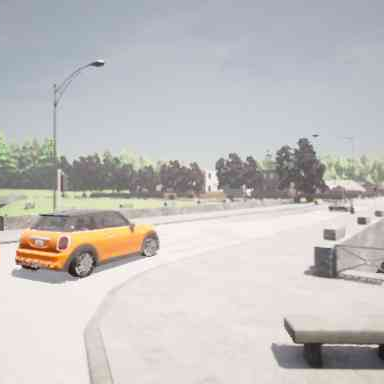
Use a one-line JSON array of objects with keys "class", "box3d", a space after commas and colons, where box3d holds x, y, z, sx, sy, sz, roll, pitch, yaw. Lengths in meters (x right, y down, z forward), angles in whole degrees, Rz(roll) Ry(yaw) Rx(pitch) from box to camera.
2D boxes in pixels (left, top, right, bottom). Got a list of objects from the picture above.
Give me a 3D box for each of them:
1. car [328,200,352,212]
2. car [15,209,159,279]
[{"class": "car", "box3d": [17.027, 1.513, 38.018, 1.895, 1.301, 4.718, 0, 0, 36]}, {"class": "car", "box3d": [-2.923, 1.310, 10.368, 2.097, 1.767, 4.553, 1, 0, 27]}]
